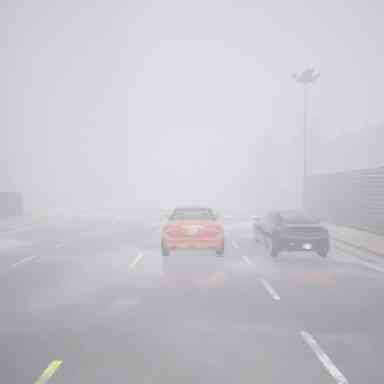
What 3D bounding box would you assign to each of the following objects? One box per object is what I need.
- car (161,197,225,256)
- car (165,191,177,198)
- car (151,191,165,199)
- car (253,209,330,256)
[{"bbox_3d":[0.039,1.234,12.719,2.097,1.767,4.553,0,1,1],"label":"car"},{"bbox_3d":[-5.062,0.644,77.291,2.097,1.767,4.553,0,1,-19],"label":"car"},{"bbox_3d":[-8.011,0.666,74.942,2.097,1.767,4.553,0,1,-14],"label":"car"},{"bbox_3d":[3.535,1.388,12.528,1.837,1.490,4.892,0,0,1],"label":"car"}]
